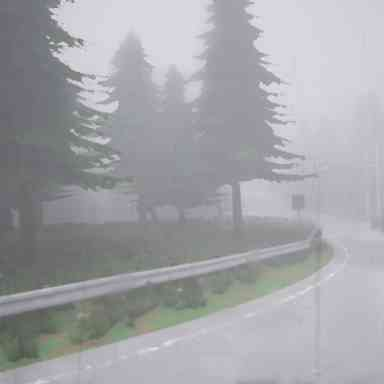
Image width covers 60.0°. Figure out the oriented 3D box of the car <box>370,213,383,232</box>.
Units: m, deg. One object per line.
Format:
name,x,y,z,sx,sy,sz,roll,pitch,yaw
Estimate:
car,14.778,2.175,24.760,1.895,1.301,4.718,-3,-2,15
